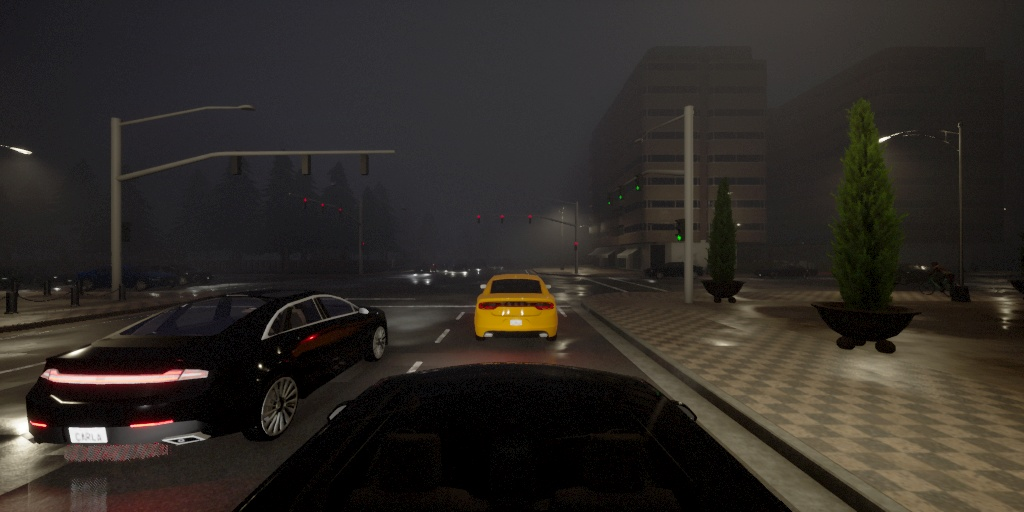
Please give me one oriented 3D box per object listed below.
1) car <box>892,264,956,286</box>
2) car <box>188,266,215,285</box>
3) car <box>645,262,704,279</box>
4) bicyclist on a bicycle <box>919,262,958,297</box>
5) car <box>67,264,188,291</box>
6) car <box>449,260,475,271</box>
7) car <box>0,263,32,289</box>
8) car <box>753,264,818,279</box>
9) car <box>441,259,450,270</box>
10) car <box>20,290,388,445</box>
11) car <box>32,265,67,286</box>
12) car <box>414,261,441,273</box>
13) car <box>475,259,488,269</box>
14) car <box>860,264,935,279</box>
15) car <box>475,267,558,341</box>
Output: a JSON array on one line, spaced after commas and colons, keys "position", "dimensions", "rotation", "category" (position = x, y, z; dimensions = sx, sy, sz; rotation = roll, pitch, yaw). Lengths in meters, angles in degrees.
[{"position": [28.242, 1.296, 25.355], "dimensions": [4.902, 1.511, 2.128], "rotation": [0, 0, 0], "category": "car"}, {"position": [-23.754, 1.311, 25.207], "dimensions": [4.892, 1.490, 1.837], "rotation": [0, 0, 1], "category": "car"}, {"position": [14.639, 1.283, 32.510], "dimensions": [5.008, 1.535, 1.882], "rotation": [0, 0, 0], "category": "car"}, {"position": [20.283, 1.106, 17.043], "dimensions": [0.582, 1.620, 1.656], "rotation": [0, 0, 0], "category": "bicyclist on a bicycle"}, {"position": [-23.124, 1.283, 21.700], "dimensions": [5.008, 1.535, 1.882], "rotation": [0, 0, 0], "category": "car"}, {"position": [-6.668, 1.228, 48.411], "dimensions": [1.882, 1.535, 5.008], "rotation": [0, 0, 3], "category": "car"}, {"position": [-33.375, 1.027, 21.671], "dimensions": [5.566, 2.045, 2.150], "rotation": [0, 0, 0], "category": "car"}, {"position": [24.715, 1.406, 32.539], "dimensions": [4.718, 1.301, 1.895], "rotation": [0, 0, 0], "category": "car"}, {"position": [-9.785, 1.228, 53.013], "dimensions": [1.882, 1.535, 5.008], "rotation": [0, 0, 7], "category": "car"}, {"position": [-3.424, 1.242, 5.339], "dimensions": [2.128, 1.511, 4.902], "rotation": [0, 0, 0], "category": "car"}, {"position": [-33.734, 1.353, 25.168], "dimensions": [5.357, 1.411, 2.033], "rotation": [0, 0, 0], "category": "car"}, {"position": [-10.379, 1.351, 43.627], "dimensions": [1.895, 1.301, 4.718], "rotation": [0, 0, 1], "category": "car"}, {"position": [-5.343, 1.255, 58.434], "dimensions": [1.837, 1.490, 4.892], "rotation": [0, 0, 15], "category": "car"}, {"position": [34.915, 1.406, 32.560], "dimensions": [4.718, 1.301, 1.895], "rotation": [0, 0, 0], "category": "car"}, {"position": [0.104, 1.228, 9.922], "dimensions": [1.882, 1.535, 5.008], "rotation": [0, 0, 0], "category": "car"}]
